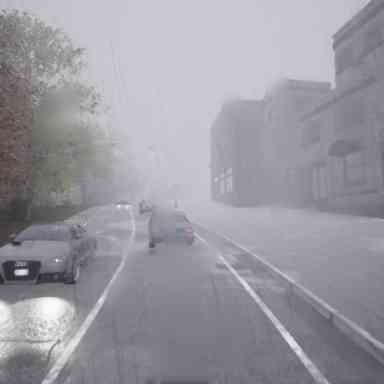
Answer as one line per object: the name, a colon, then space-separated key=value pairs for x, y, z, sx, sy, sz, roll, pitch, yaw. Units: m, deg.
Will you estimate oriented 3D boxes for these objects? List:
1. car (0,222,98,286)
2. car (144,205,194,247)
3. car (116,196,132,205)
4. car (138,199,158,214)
car: x=-3.904 y=1.556 z=9.237 sx=1.994 sy=1.385 sz=4.181 roll=0 pitch=0 yaw=-6
car: x=-1.056 y=1.549 z=15.165 sx=2.033 sy=1.411 sz=5.357 roll=0 pitch=0 yaw=-8
car: x=-10.285 y=1.317 z=50.655 sx=1.994 sy=1.385 sz=4.181 roll=0 pitch=0 yaw=-3
car: x=-4.427 y=1.464 z=33.863 sx=2.033 sy=1.411 sz=5.357 roll=1 pitch=0 yaw=-11
